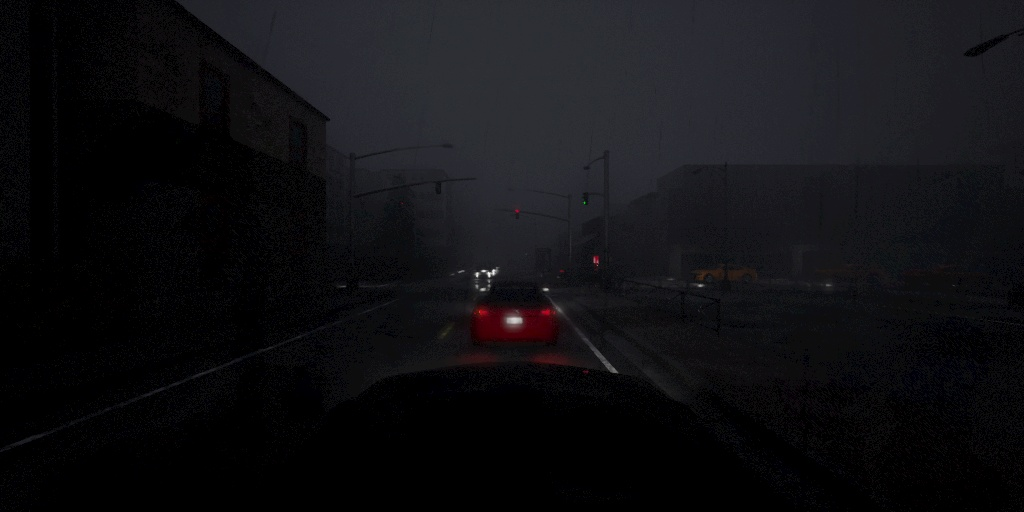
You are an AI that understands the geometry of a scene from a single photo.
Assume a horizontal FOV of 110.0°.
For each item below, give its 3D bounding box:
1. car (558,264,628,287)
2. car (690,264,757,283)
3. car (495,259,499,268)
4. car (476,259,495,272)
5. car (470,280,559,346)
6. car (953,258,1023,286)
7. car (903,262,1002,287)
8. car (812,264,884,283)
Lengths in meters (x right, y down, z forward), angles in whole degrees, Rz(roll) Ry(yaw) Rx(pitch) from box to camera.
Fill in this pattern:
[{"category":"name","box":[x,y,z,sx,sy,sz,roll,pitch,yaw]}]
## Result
[{"category":"car","box":[5.805,1.378,25.808,4.902,1.511,2.128,2,0,0]},{"category":"car","box":[17.332,1.404,29.515,5.008,1.535,1.882,0,0,0]},{"category":"car","box":[-3.515,1.351,56.365,1.895,1.301,4.718,0,0,0]},{"category":"car","box":[-3.539,1.276,46.332,1.812,1.442,4.674,0,0,0]},{"category":"car","box":[0.073,1.314,9.461,1.994,1.385,4.181,0,0,1]},{"category":"car","box":[38.047,1.148,29.516,5.566,2.045,2.150,0,0,0]},{"category":"car","box":[31.331,1.404,25.832,5.008,1.535,1.882,0,0,0]},{"category":"car","box":[27.558,1.404,29.524,5.008,1.535,1.882,0,0,0]}]
